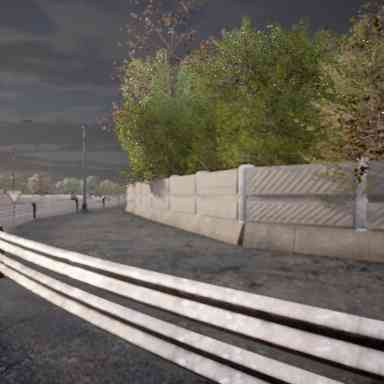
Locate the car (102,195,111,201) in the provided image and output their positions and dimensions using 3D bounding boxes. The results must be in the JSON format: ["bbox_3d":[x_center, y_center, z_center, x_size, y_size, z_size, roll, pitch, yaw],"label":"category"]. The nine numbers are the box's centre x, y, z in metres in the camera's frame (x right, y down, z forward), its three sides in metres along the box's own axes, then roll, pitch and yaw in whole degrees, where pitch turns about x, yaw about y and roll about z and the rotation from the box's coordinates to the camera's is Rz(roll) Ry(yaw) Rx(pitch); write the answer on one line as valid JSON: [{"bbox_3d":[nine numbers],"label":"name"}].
[{"bbox_3d":[-22.267,1.527,86.910,1.812,1.442,4.674,0,0,-5],"label":"car"}]

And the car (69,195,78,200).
[{"bbox_3d":[-30.552,1.515,85.845,1.837,1.490,4.892,0,0,-20],"label":"car"}]

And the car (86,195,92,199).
[{"bbox_3d":[-27.214,1.564,86.897,1.994,1.385,4.181,0,0,-20],"label":"car"}]
